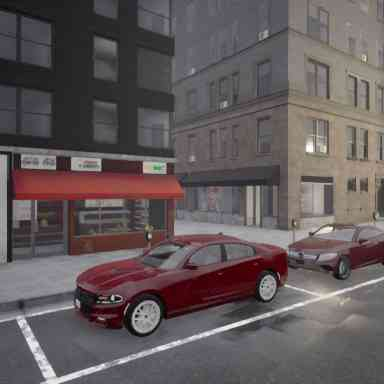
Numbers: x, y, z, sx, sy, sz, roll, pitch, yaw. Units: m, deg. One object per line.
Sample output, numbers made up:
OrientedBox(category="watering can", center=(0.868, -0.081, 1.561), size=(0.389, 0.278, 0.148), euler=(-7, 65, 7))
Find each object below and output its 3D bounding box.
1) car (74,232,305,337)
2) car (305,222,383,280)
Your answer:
OrientedBox(category="car", center=(0.000, 1.545, 6.643), size=(4.507, 1.381, 1.887), euler=(0, 0, -35))
OrientedBox(category="car", center=(4.521, 1.577, 9.862), size=(4.206, 1.307, 1.802), euler=(0, 0, -35))
